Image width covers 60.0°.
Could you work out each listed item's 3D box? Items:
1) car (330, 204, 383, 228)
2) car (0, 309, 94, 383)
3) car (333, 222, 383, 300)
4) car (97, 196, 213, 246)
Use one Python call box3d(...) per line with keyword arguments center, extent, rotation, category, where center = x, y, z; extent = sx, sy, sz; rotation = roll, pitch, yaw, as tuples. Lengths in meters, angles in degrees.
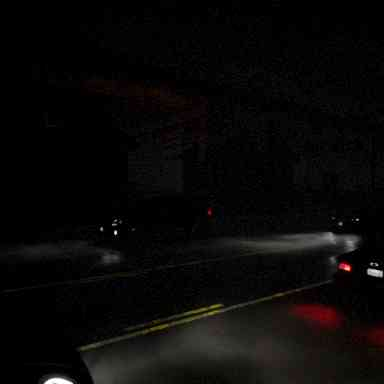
box3d(center=(10.181, 1.495, 19.746), extent=(4.902, 1.511, 2.128), rotation=(0, 0, -35), category="car")
box3d(center=(-2.801, 1.352, 1.730), extent=(4.553, 1.767, 2.097), rotation=(0, 0, -36), category="car")
box3d(center=(5.434, 1.547, 7.636), extent=(5.357, 1.411, 2.033), rotation=(0, 0, -36), category="car")
box3d(center=(-1.582, 1.221, 15.755), extent=(5.566, 2.045, 2.150), rotation=(0, 0, -35), category="car")
